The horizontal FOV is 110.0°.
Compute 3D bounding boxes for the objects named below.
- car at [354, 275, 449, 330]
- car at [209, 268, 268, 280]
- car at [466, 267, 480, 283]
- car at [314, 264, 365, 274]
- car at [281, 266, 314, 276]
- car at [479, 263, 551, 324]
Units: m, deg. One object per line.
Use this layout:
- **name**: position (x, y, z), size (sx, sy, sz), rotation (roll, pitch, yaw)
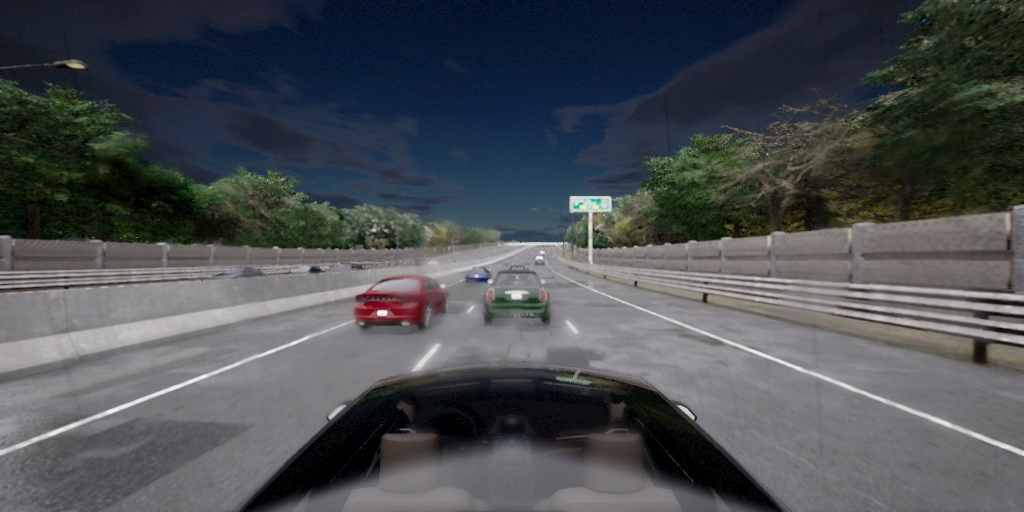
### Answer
- **car**: position (-3.341, 1.363, 11.767), size (1.882, 1.535, 5.008), rotation (0, -1, 0)
- **car**: position (-20.795, 1.622, 27.381), size (1.994, 1.385, 4.181), rotation (0, -1, 1)
- **car**: position (-2.967, 1.668, 32.596), size (1.994, 1.385, 4.181), rotation (0, 0, 2)
- **car**: position (-13.744, 1.430, 29.525), size (2.097, 1.767, 4.553), rotation (0, 0, 1)
- **car**: position (-17.238, 1.604, 29.894), size (1.812, 1.442, 4.674), rotation (0, 0, 1)
- **car**: position (0.173, 1.254, 12.818), size (2.097, 1.767, 4.553), rotation (0, -1, 1)
